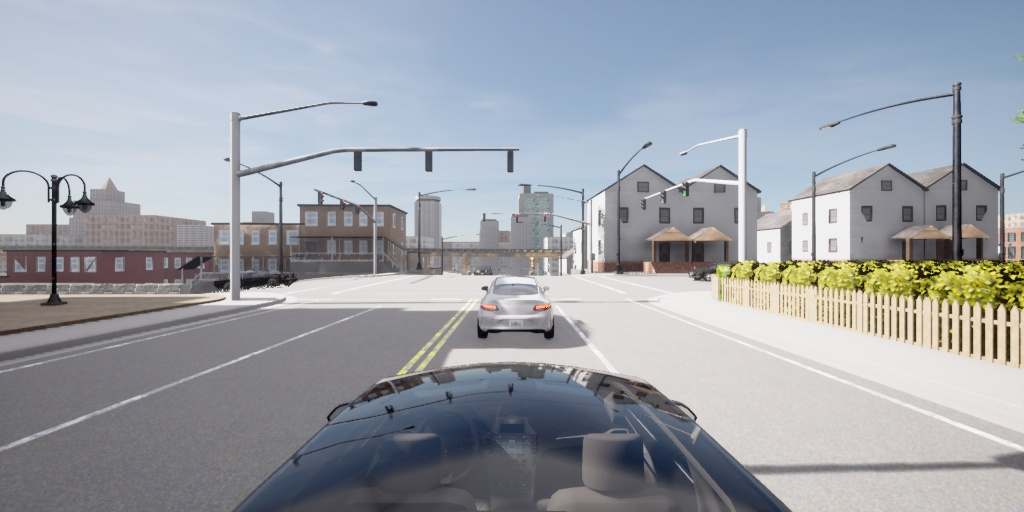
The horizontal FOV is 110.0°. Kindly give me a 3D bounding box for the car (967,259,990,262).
[{"bbox_3d":[36.927,1.107,29.027,4.553,1.767,2.097,0,0,-1],"label":"car"}]

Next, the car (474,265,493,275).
[{"bbox_3d":[-3.521,2.170,45.241,2.150,2.045,5.566,0,-9,0],"label":"car"}]

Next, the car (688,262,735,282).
[{"bbox_3d":[16.794,1.259,28.810,4.892,1.490,1.837,0,0,-1],"label":"car"}]

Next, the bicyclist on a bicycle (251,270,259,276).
[{"bbox_3d":[-25.569,2.220,35.577,0.582,1.620,1.656,-8,0,0],"label":"bicyclist on a bicycle"}]

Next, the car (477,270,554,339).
[{"bbox_3d":[0.101,1.277,10.000,1.812,1.442,4.674,0,0,0],"label":"car"}]

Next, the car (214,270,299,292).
[{"bbox_3d":[-17.503,1.643,24.719,4.718,1.301,1.895,-5,0,-1],"label":"car"}]
